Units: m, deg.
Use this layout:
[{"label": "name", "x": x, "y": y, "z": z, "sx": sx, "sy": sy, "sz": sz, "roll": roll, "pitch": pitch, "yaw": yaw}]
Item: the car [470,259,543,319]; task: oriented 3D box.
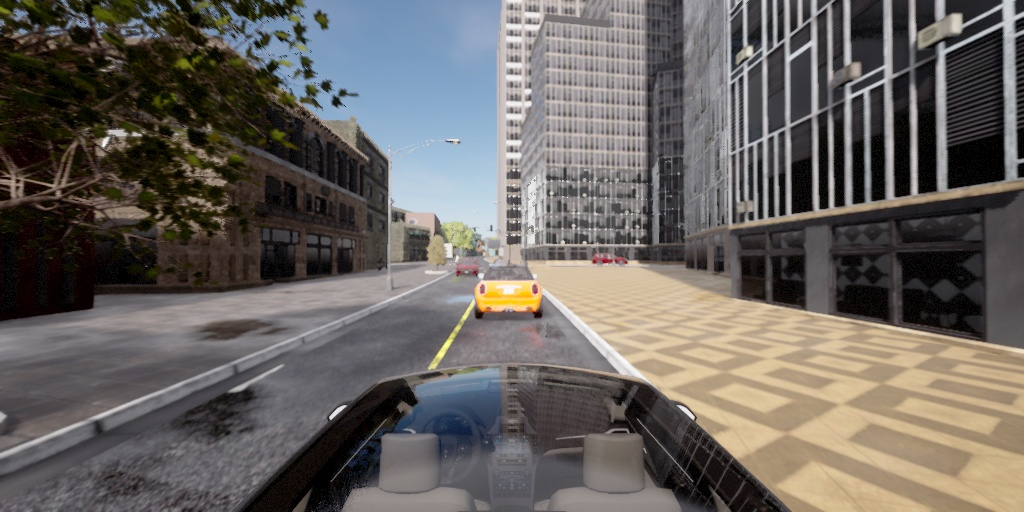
[{"label": "car", "x": -0.145, "y": 1.024, "z": 12.658, "sx": 2.097, "sy": 1.767, "sz": 4.553, "roll": 0, "pitch": 0, "yaw": -1}]

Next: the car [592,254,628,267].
[{"label": "car", "x": 13.904, "y": 0.579, "z": 51.218, "sx": 5.009, "sy": 1.841, "sz": 2.192, "roll": 0, "pitch": 0, "yaw": 15}]

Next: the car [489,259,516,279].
[{"label": "car", "x": -0.864, "y": 1.034, "z": 30.679, "sx": 2.128, "sy": 1.511, "sz": 4.902, "roll": 0, "pitch": 0, "yaw": -3}]

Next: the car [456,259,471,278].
[{"label": "car", "x": -3.832, "y": 1.013, "z": 31.515, "sx": 1.882, "sy": 1.535, "sz": 5.008, "roll": 0, "pitch": 0, "yaw": -3}]
